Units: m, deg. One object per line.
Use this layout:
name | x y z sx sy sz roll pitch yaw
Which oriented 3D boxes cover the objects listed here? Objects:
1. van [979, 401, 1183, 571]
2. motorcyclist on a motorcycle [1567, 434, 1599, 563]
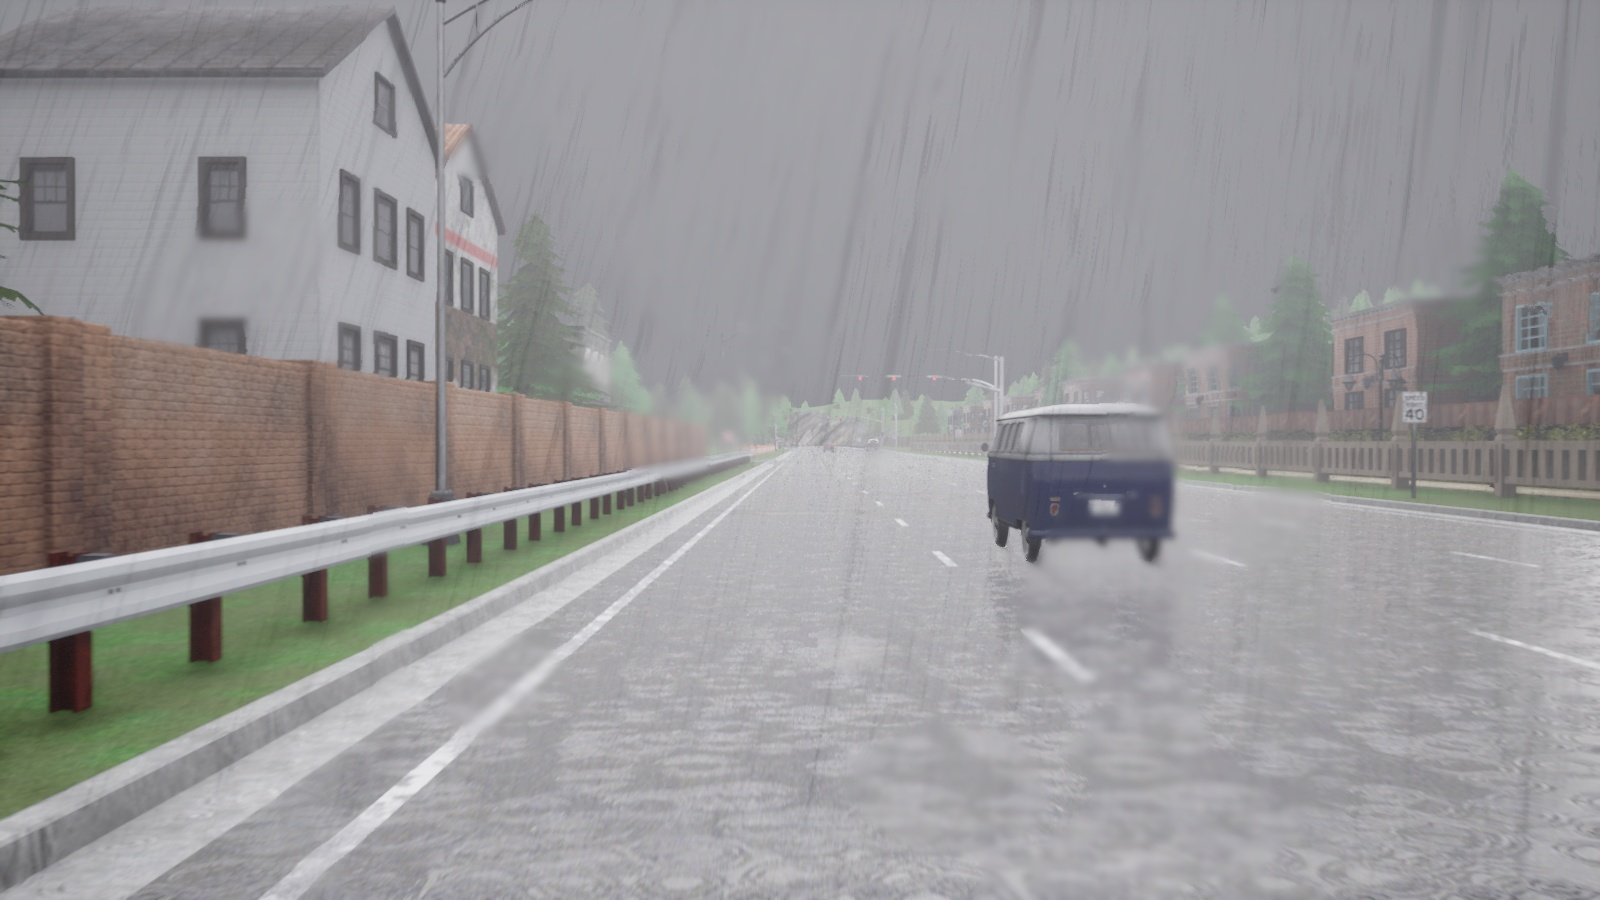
van | 3.612 0.407 16.937 1.775 1.987 4.442 0 0 0
motorcyclist on a motorcycle | 10.604 0.617 15.565 0.766 1.649 2.350 0 0 0
